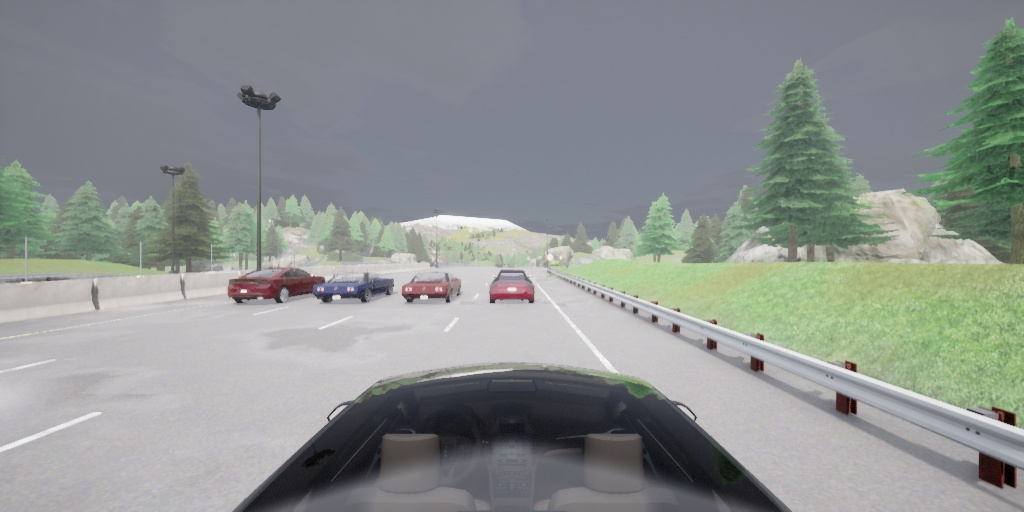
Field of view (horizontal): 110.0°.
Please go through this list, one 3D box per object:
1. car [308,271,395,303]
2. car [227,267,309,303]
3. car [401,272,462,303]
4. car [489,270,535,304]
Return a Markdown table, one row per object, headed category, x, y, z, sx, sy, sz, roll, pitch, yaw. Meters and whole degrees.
| category | x | y | z | sx | sy | sz | roll | pitch | yaw |
| --- | --- | --- | --- | --- | --- | --- | --- | --- | --- |
| car | -6.999 | 1.364 | 16.530 | 1.895 | 1.301 | 4.718 | 0 | 0 | 0 |
| car | -10.499 | 1.230 | 16.500 | 1.882 | 1.535 | 5.008 | 0 | 0 | 0 |
| car | -3.500 | 1.363 | 16.530 | 1.895 | 1.301 | 4.718 | 0 | 0 | 0 |
| car | 0.000 | 1.317 | 16.500 | 1.994 | 1.385 | 4.181 | 0 | 0 | 0 |
